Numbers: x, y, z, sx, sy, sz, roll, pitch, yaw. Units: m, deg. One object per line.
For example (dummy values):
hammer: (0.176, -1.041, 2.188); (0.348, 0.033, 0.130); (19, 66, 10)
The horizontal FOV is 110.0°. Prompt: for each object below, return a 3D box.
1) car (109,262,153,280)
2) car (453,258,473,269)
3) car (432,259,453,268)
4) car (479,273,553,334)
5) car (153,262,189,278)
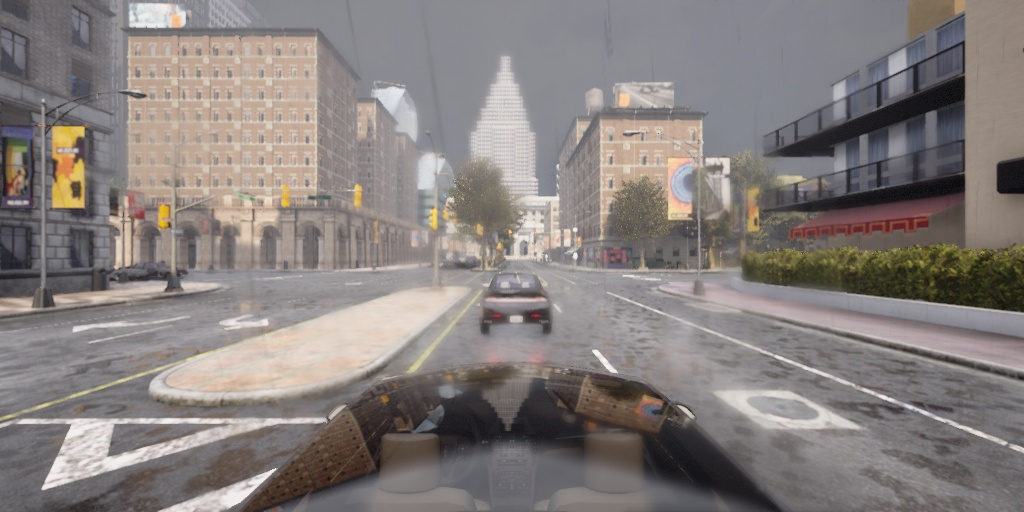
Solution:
car: (-33.836, 1.364, 30.290); (4.718, 1.301, 1.895); (0, 0, 0)
car: (-8.045, 1.378, 59.365); (1.895, 1.301, 4.718); (0, 0, 0)
car: (-11.535, 1.269, 60.811); (2.128, 1.511, 4.902); (0, 0, 0)
car: (0.102, 1.246, 10.682); (2.128, 1.511, 4.902); (0, 0, 0)
car: (-33.860, 1.312, 33.788); (5.357, 1.411, 2.033); (0, 0, 0)
